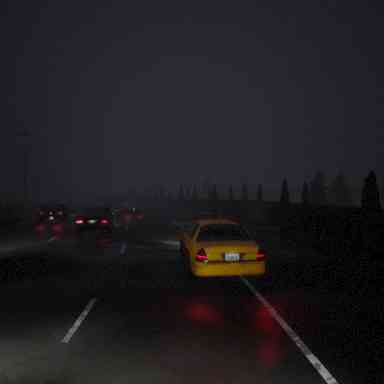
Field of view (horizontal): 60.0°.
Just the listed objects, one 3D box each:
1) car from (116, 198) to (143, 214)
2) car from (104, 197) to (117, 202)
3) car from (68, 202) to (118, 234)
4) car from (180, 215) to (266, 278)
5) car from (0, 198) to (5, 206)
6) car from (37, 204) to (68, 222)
[{"bbox_3d":[-6.710,1.517,36.018,1.812,1.442,4.674,0,0,-20],"label":"car"},{"bbox_3d":[-11.017,1.493,46.233,1.837,1.490,4.892,0,0,-27],"label":"car"},{"bbox_3d":[-5.530,1.543,19.173,2.033,1.411,5.357,0,0,-12],"label":"car"},{"bbox_3d":[0.652,1.453,10.102,1.801,1.575,5.366,0,0,-6],"label":"car"},{"bbox_3d":[-25.801,1.537,43.884,2.033,1.411,5.357,0,0,-29],"label":"car"},{"bbox_3d":[-10.922,1.595,26.500,1.895,1.301,4.718,0,0,-16],"label":"car"}]
